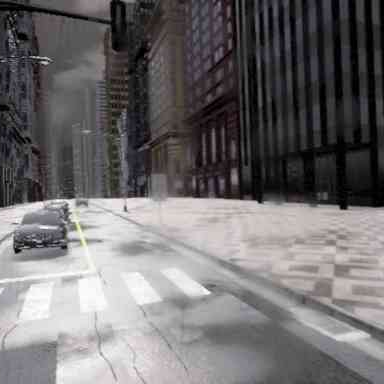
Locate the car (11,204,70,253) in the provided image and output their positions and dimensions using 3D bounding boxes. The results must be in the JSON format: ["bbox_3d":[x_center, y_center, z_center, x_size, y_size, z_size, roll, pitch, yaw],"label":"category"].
[{"bbox_3d":[-6.324,1.530,14.161,1.837,1.490,4.892,-2,1,-21],"label":"car"}]

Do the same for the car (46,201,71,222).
[{"bbox_3d":[-9.815,1.593,23.486,1.994,1.385,4.181,-2,1,-20],"label":"car"}]

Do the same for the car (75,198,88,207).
[{"bbox_3d":[-17.528,1.613,52.657,1.895,1.301,4.718,-2,0,-21],"label":"car"}]
